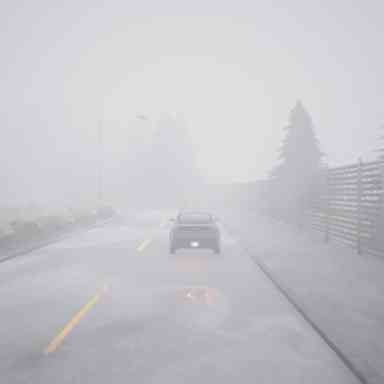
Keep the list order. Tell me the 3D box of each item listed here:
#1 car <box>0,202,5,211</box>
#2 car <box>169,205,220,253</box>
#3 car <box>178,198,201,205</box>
[{"bbox_3d":[-23.506,1.345,37.183,4.553,1.767,2.097,0,0,1],"label":"car"},{"bbox_3d":[0.101,1.502,13.693,1.837,1.490,4.892,0,0,0],"label":"car"},{"bbox_3d":[-0.244,1.345,30.997,2.097,1.767,4.553,0,0,-4],"label":"car"}]
